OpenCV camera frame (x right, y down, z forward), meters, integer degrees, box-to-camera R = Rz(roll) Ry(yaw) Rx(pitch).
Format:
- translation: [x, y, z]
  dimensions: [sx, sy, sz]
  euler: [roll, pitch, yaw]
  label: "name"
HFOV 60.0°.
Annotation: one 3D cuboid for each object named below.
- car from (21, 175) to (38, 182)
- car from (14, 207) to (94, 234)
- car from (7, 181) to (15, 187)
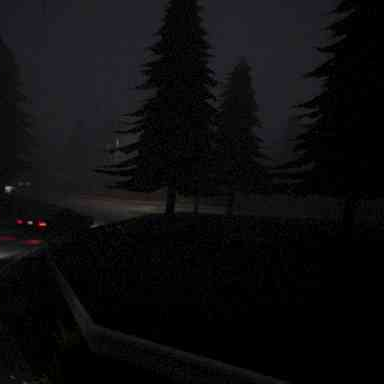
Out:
- translation: [-33.325, -2.719, 67.946]
  dimensions: [1.895, 1.301, 4.718]
  euler: [4, 3, -5]
  label: "car"
- translation: [-7.528, 1.558, 18.794]
  dimensions: [2.033, 1.411, 5.357]
  euler: [5, 1, 10]
  label: "car"
- translation: [-29.621, -1.677, 53.050]
  dimensions: [1.994, 1.385, 4.181]
  euler: [3, 3, -19]
  label: "car"
